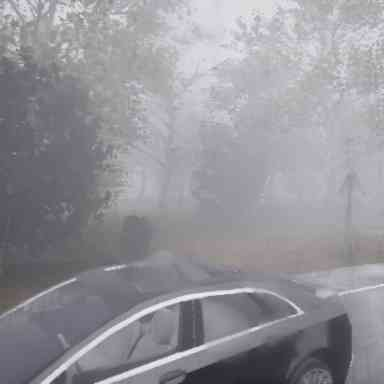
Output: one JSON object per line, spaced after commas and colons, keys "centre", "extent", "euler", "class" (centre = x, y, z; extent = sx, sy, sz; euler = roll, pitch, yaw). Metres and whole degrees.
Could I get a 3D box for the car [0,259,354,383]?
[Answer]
{"centre": [-0.575, 1.476, 2.968], "extent": [4.902, 1.511, 2.128], "euler": [0, 0, -33], "class": "car"}
